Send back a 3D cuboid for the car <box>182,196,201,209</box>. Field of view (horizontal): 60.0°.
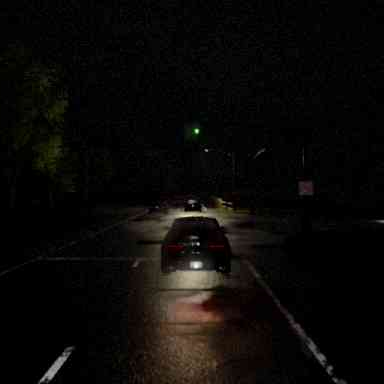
[{"bbox_3d":[0.109,1.570,40.247,1.994,1.385,4.181,0,0,0],"label":"car"}]

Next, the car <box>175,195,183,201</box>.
[{"bbox_3d":[-3.481,1.498,88.343,1.837,1.490,4.892,0,0,0],"label":"car"}]

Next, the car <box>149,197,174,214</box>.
[{"bbox_3d":[-3.393,1.553,35.047,2.033,1.411,5.357,0,0,0],"label":"car"}]

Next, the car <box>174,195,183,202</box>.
[{"bbox_3d":[-3.483,1.525,78.529,2.128,1.511,4.902,0,0,0],"label":"car"}]

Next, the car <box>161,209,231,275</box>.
[{"bbox_3d":[0.102,1.507,10.410,1.837,1.490,4.892,0,0,0],"label":"car"}]
